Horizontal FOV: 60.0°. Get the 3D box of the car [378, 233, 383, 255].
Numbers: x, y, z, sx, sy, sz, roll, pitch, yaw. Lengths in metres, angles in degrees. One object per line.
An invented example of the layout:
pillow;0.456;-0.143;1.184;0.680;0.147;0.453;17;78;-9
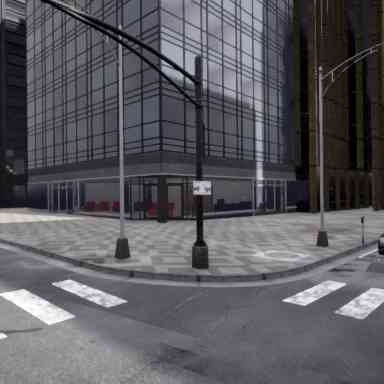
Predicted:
car;8.617;1.703;12.988;1.802;1.307;4.206;-2;-1;43
